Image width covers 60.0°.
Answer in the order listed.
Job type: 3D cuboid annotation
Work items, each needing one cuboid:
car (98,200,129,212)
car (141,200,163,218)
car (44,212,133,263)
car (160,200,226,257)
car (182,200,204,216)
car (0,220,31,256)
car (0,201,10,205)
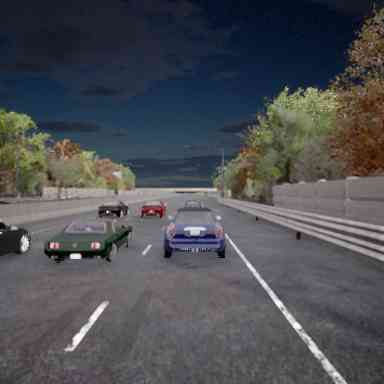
[{"bbox_3d":[-6.898,1.482,29.709,1.882,1.535,5.008,0,0,0],"label":"car"},{"bbox_3d":[-3.398,1.482,30.285,1.882,1.535,5.008,0,0,0],"label":"car"},{"bbox_3d":[-3.396,1.598,11.940,1.895,1.301,4.718,0,0,0],"label":"car"},{"bbox_3d":[0.099,1.349,13.040,2.097,1.767,4.553,0,0,0],"label":"car"},{"bbox_3d":[0.101,1.554,34.159,2.033,1.411,5.357,0,0,0],"label":"car"},{"bbox_3d":[-6.901,1.501,10.421,1.837,1.490,4.892,0,0,0],"label":"car"},{"bbox_3d":[-17.529,1.511,28.929,1.837,1.490,4.892,0,0,1],"label":"car"}]
